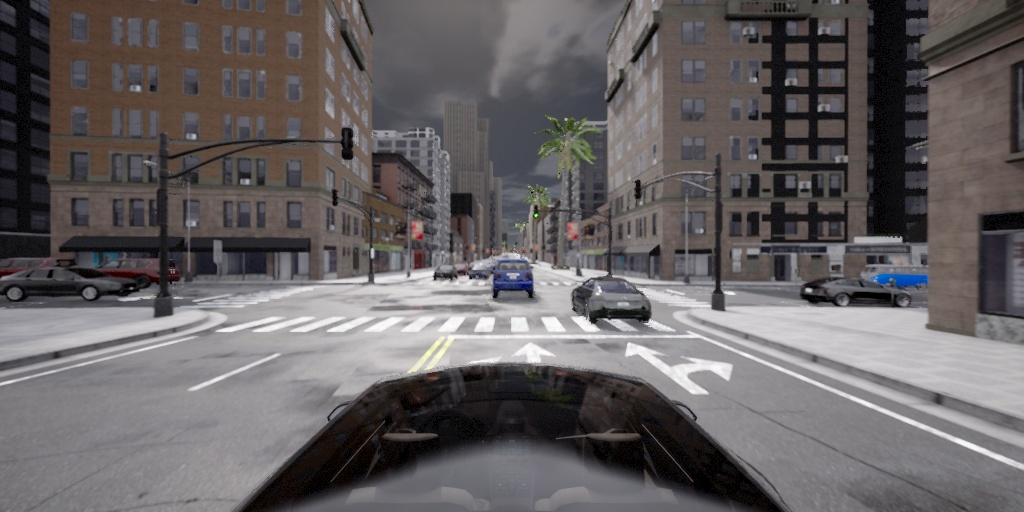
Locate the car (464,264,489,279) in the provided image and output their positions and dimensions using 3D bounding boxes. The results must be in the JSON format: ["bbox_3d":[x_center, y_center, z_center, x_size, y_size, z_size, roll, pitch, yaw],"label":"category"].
[{"bbox_3d":[-3.425,1.698,38.071,2.033,1.411,5.357,0,-1,0],"label":"car"}]

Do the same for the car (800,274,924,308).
[{"bbox_3d":[16.175,1.684,17.033,4.313,1.339,1.948,0,0,0],"label":"car"}]

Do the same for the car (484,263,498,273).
[{"bbox_3d":[-3.377,1.909,58.055,2.033,1.411,5.357,0,-1,0],"label":"car"}]

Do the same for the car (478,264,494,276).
[{"bbox_3d":[-3.411,1.779,47.542,1.812,1.442,4.674,0,-1,0],"label":"car"}]

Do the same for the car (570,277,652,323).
[{"bbox_3d":[3.331,1.440,12.750,1.994,1.385,4.181,0,-1,0],"label":"car"}]

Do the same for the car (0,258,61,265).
[{"bbox_3d":[-29.384,1.019,21.606,5.009,1.841,2.192,0,0,-9],"label":"car"}]

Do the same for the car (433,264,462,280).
[{"bbox_3d":[-6.670,1.611,36.514,1.882,1.535,5.008,0,-1,0],"label":"car"}]

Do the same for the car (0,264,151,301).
[{"bbox_3d":[-20.901,1.299,17.068,4.892,1.490,1.837,1,0,-9],"label":"car"}]

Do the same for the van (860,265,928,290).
[{"bbox_3d":[27.197,1.516,25.522,3.998,1.789,1.690,0,0,0],"label":"van"}]

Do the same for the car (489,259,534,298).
[{"bbox_3d":[0.058,1.178,20.561,2.150,2.045,5.566,0,0,0],"label":"car"}]

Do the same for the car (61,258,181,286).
[{"bbox_3d":[-23.940,1.070,22.440,5.009,1.841,2.192,0,0,-9],"label":"car"}]

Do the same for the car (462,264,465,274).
[{"bbox_3d":[-6.661,1.715,46.028,1.882,1.535,5.008,0,-1,0],"label":"car"}]

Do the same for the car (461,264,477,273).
[{"bbox_3d":[-6.621,1.936,55.369,1.895,1.301,4.718,0,-1,0],"label":"car"}]
